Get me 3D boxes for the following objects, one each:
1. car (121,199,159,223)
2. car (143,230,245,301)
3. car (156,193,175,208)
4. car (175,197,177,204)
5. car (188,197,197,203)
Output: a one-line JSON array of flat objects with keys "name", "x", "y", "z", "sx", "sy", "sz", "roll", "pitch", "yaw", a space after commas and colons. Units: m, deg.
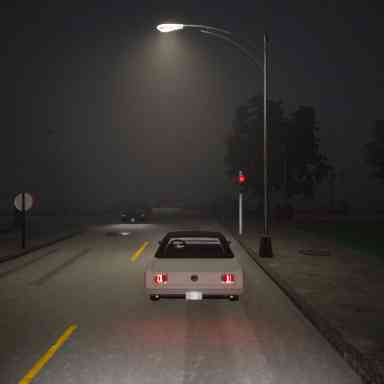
[{"name": "car", "x": -4.088, "y": 1.547, "z": 25.681, "sx": 2.033, "sy": 1.411, "sz": 5.357, "roll": 0, "pitch": 0, "yaw": 0}, {"name": "car", "x": 0.061, "y": 1.601, "z": 8.278, "sx": 1.895, "sy": 1.301, "sz": 4.718, "roll": 0, "pitch": 0, "yaw": 0}, {"name": "car", "x": -4.066, "y": 1.223, "z": 49.025, "sx": 2.150, "sy": 2.045, "sz": 5.566, "roll": 0, "pitch": 0, "yaw": 0}, {"name": "car", "x": -3.998, "y": 1.506, "z": 65.428, "sx": 1.837, "sy": 1.490, "sz": 4.892, "roll": 0, "pitch": 0, "yaw": 1}, {"name": "car", "x": 0.035, "y": 1.601, "z": 69.468, "sx": 1.895, "sy": 1.301, "sz": 4.718, "roll": 0, "pitch": 0, "yaw": 0}]
